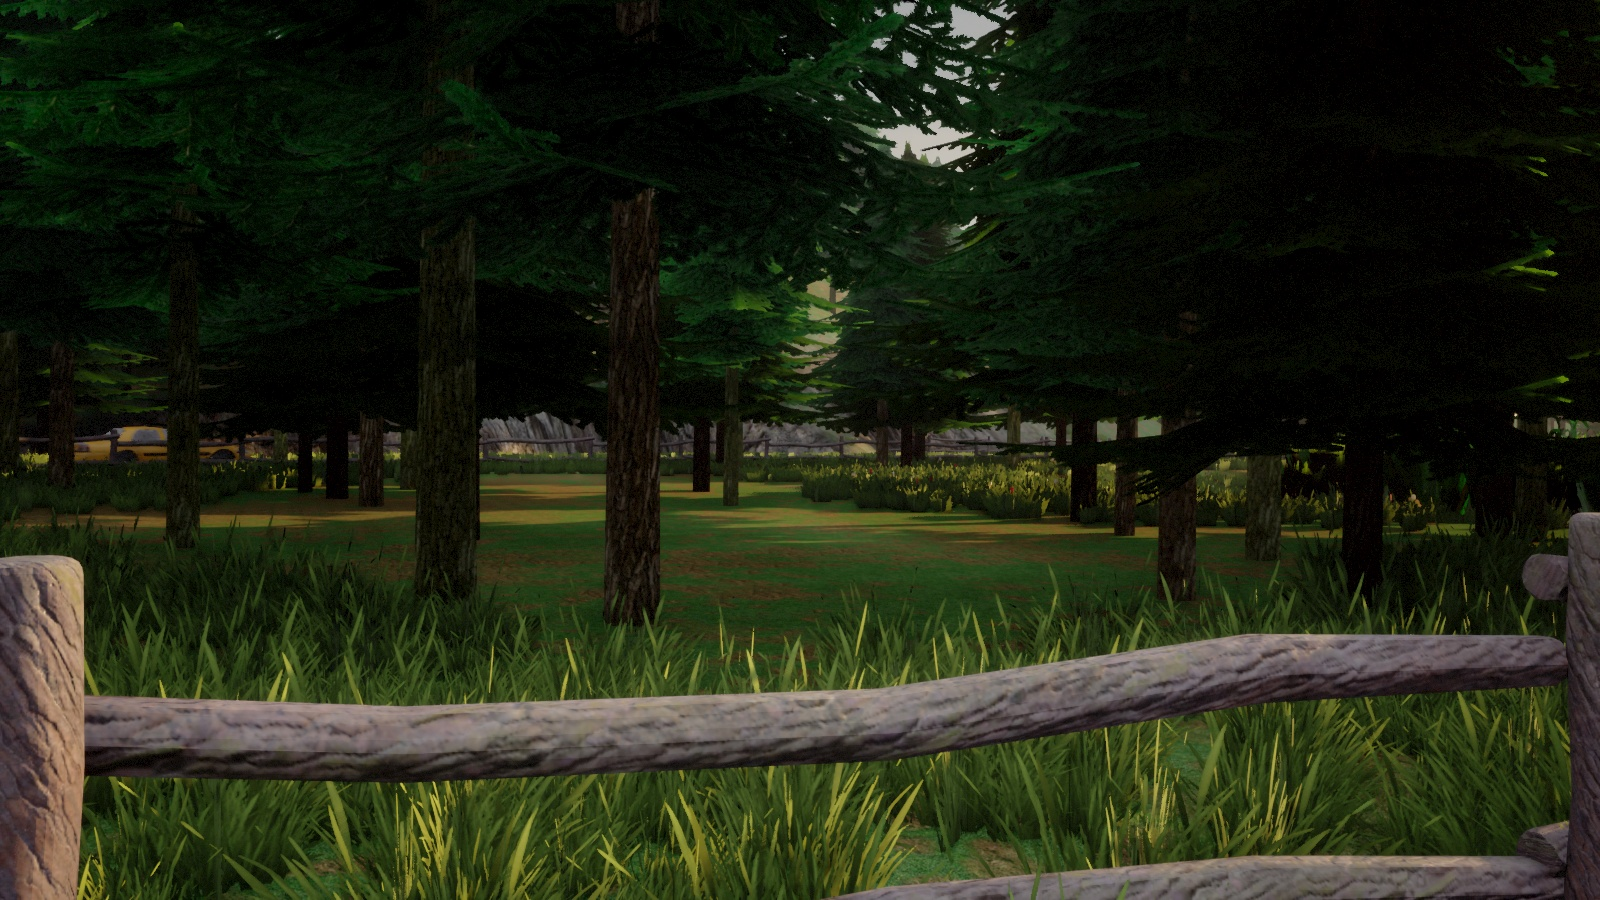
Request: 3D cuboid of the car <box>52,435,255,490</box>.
[{"bbox_3d":[-20.298,0.338,39.629,1.801,1.575,5.366,0,1,42],"label":"car"}]
